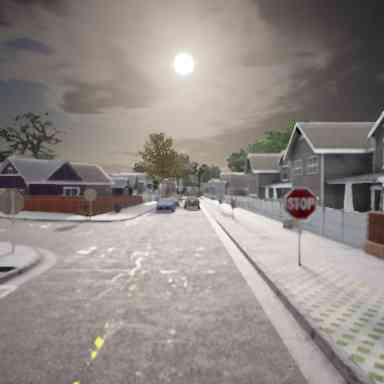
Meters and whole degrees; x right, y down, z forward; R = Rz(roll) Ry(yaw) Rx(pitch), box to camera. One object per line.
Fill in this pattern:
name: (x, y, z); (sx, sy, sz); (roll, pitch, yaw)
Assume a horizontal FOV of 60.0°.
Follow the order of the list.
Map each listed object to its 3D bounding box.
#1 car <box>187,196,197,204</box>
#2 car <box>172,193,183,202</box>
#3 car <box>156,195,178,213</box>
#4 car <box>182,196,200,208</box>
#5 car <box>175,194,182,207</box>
car: (-0.005, 1.481, 64.659); (1.812, 1.442, 4.674); (0, 0, 0)
car: (-2.858, 1.120, 67.345); (2.097, 1.767, 4.553); (0, 0, 0)
car: (-2.899, 1.421, 37.083); (1.882, 1.535, 5.008); (0, 0, 0)
car: (0.025, 1.295, 46.129); (2.097, 1.767, 4.553); (0, 0, 0)
car: (-2.906, 1.423, 50.733); (1.882, 1.535, 5.008); (0, 0, 0)
